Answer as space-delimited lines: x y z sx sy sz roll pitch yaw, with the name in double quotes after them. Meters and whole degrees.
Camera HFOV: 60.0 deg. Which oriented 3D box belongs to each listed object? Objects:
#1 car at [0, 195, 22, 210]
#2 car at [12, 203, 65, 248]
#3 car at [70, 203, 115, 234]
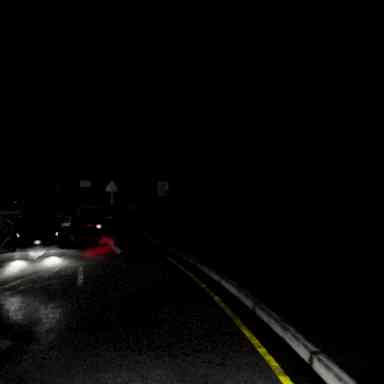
-19.622 1.000 34.136 5.357 1.411 2.033 1 0 30 "car"
-6.863 1.478 15.072 2.033 1.411 5.357 0 1 -22 "car"
-5.590 1.377 18.524 1.837 1.490 4.892 0 2 -25 "car"
